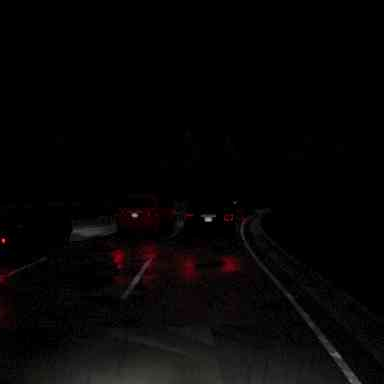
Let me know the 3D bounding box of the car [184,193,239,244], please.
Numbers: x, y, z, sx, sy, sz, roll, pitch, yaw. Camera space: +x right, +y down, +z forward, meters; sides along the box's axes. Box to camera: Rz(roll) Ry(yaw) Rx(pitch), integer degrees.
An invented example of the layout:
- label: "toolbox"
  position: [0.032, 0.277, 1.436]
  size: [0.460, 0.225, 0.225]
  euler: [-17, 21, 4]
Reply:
- label: "car"
  position: [0.939, 1.179, 15.804]
  size: [2.150, 2.045, 5.566]
  euler: [0, 0, 6]

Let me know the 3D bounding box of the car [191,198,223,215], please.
- label: "car"
  position: [1.617, 1.398, 34.496]
  size: [2.128, 1.511, 4.902]
  euler: [0, 0, 18]

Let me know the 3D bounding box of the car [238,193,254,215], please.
- label: "car"
  position: [4.907, 1.139, 33.447]
  size: [2.150, 2.045, 5.566]
  euler: [0, 0, 18]

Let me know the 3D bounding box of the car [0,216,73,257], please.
- label: "car"
  position: [-6.338, 1.549, 12.700]
  size: [1.895, 1.301, 4.718]
  euler: [0, 0, 4]

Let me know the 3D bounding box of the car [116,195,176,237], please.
- label: "car"
  position: [-2.306, 1.165, 18.038]
  size: [2.150, 2.045, 5.566]
  euler: [0, 0, 7]

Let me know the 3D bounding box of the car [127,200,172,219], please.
- label: "car"
  position: [-3.616, 1.455, 29.416]
  size: [2.033, 1.411, 5.357]
  euler: [0, 0, 15]
